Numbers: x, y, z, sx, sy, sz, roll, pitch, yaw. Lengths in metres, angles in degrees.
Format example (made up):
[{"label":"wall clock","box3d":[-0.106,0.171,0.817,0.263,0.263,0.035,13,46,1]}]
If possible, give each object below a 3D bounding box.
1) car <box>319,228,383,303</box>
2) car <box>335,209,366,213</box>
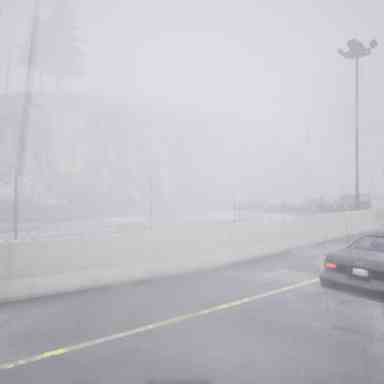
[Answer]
[{"label":"car","box3d":[5.122,1.541,7.761,5.357,1.411,2.033,0,0,-38]},{"label":"car","box3d":[14.523,1.200,30.246,5.566,2.045,2.150,0,0,-44]}]
